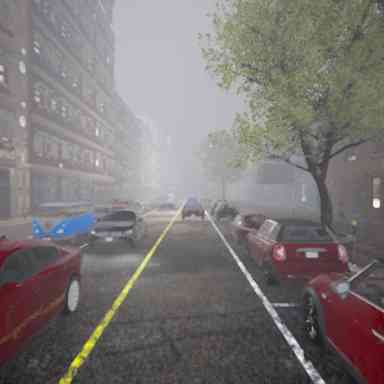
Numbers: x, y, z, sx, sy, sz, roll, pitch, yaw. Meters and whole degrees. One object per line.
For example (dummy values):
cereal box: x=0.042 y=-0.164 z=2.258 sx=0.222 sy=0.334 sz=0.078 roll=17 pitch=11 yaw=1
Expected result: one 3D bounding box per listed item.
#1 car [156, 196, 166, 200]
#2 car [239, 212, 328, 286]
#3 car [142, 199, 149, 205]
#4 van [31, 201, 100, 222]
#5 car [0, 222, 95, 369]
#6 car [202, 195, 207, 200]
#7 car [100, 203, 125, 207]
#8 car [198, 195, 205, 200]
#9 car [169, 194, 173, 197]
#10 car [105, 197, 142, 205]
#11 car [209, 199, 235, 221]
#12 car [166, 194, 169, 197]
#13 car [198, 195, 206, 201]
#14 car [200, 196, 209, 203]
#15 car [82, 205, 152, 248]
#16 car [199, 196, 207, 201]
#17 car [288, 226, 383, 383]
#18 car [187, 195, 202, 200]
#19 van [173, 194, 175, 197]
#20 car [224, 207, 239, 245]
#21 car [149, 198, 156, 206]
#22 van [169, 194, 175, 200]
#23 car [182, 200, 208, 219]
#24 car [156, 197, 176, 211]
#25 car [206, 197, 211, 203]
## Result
car: x=-5.696 y=1.519 z=54.804 sx=1.752 sy=1.417 sz=4.829 roll=0 pitch=0 yaw=0
car: x=2.689 y=1.432 z=9.398 sx=1.967 sy=1.590 sz=4.097 roll=0 pitch=0 yaw=0
car: x=-5.693 y=1.551 z=32.187 sx=1.947 sy=1.339 sz=4.313 roll=0 pitch=0 yaw=0
van: x=-5.693 y=1.329 z=15.096 sx=1.690 sy=1.788 sz=3.998 roll=0 pitch=0 yaw=0
car: x=-3.093 y=1.474 z=4.662 sx=1.882 sy=1.535 sz=5.008 roll=0 pitch=0 yaw=0
car: x=2.685 y=1.548 z=60.670 sx=2.008 sy=1.369 sz=4.403 roll=0 pitch=0 yaw=0
car: x=-5.693 y=1.568 z=20.793 sx=1.802 sy=1.307 sz=4.206 roll=0 pitch=0 yaw=0
car: x=2.681 y=1.610 z=94.849 sx=1.947 sy=1.339 sz=4.313 roll=0 pitch=0 yaw=0
car: x=-5.697 y=1.574 z=72.063 sx=1.947 sy=1.339 sz=4.313 roll=0 pitch=0 yaw=0
car: x=-5.693 y=1.300 z=26.490 sx=2.192 sy=1.841 sz=5.009 roll=0 pitch=0 yaw=0
car: x=2.688 y=1.535 z=26.489 sx=2.008 sy=1.369 sz=4.403 roll=0 pitch=0 yaw=0
car: x=-5.696 y=1.542 z=60.671 sx=1.887 sy=1.381 sz=4.507 roll=0 pitch=0 yaw=0
car: x=2.682 y=1.578 z=89.153 sx=1.887 sy=1.381 sz=4.507 roll=0 pitch=0 yaw=0
car: x=2.683 y=1.553 z=72.061 sx=1.887 sy=1.381 sz=4.507 roll=0 pitch=0 yaw=0
car: x=-3.087 y=1.514 z=14.760 sx=1.812 sy=1.442 sz=4.674 roll=0 pitch=0 yaw=0
car: x=2.682 y=1.606 z=83.455 sx=1.802 sy=1.307 sz=4.206 roll=0 pitch=0 yaw=0
car: x=2.690 y=1.437 z=3.702 sx=1.967 sy=1.590 sz=4.097 roll=0 pitch=0 yaw=0
car: x=0.083 y=1.467 z=46.348 sx=1.882 sy=1.535 sz=5.008 roll=0 pitch=0 yaw=0
van: x=-5.700 y=1.375 z=89.155 sx=1.690 sy=1.788 sz=3.998 roll=0 pitch=0 yaw=0
car: x=2.689 y=1.570 z=15.096 sx=1.802 sy=1.307 sz=4.206 roll=0 pitch=0 yaw=0
car: x=-5.694 y=1.537 z=37.883 sx=2.008 sy=1.369 sz=4.403 roll=0 pitch=0 yaw=0
van: x=-5.700 y=1.386 z=94.852 sx=1.690 sy=1.788 sz=3.998 roll=0 pitch=0 yaw=0
car: x=0.099 y=1.585 z=28.427 sx=1.895 sy=1.301 sz=4.718 roll=0 pitch=0 yaw=0
car: x=-3.007 y=1.588 z=41.705 sx=1.895 sy=1.301 sz=4.718 roll=0 pitch=0 yaw=0
car: x=2.687 y=1.425 z=32.186 sx=1.967 sy=1.590 sz=4.097 roll=0 pitch=0 yaw=0
